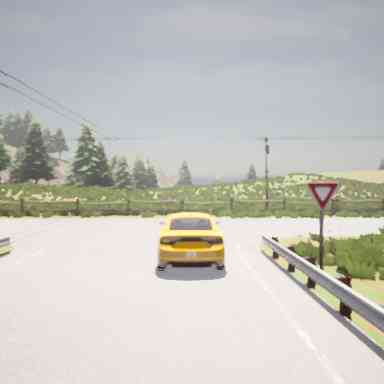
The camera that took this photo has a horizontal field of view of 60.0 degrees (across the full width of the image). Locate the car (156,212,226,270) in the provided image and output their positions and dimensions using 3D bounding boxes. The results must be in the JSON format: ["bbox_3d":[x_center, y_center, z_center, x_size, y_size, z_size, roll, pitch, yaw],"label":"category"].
[{"bbox_3d":[-0.078,1.393,10.826,1.882,1.535,5.008,0,1,-2],"label":"car"}]
